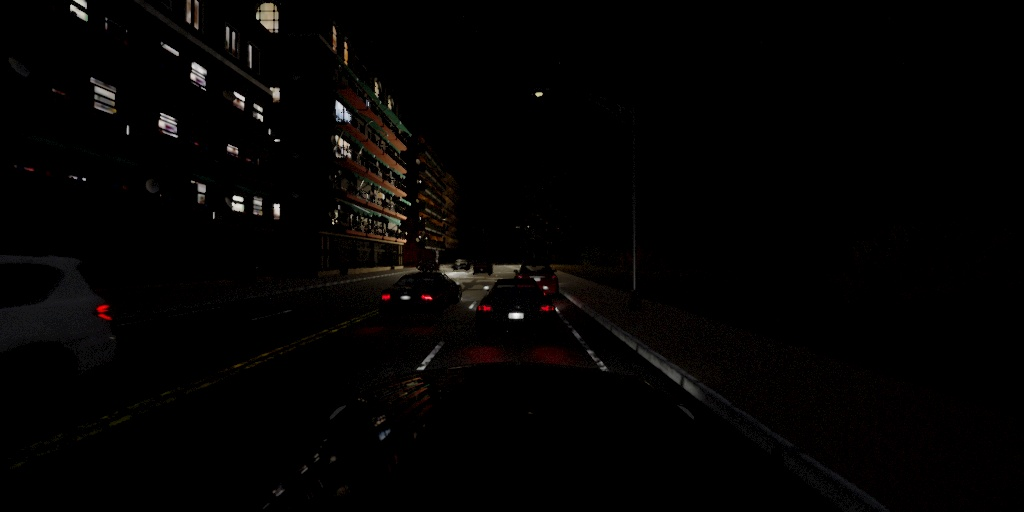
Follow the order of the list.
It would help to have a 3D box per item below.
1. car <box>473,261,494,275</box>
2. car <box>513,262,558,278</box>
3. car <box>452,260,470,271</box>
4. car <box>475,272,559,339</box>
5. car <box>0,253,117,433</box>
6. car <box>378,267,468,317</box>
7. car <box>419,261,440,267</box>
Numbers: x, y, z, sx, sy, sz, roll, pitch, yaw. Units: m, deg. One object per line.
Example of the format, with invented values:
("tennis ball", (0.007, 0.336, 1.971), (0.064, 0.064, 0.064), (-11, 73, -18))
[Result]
("car", (-3.087, 1.231, 39.023), (1.882, 1.535, 5.008), (0, 0, 0))
("car", (1.166, 1.104, 18.655), (2.097, 1.767, 4.553), (0, 0, 0))
("car", (-6.523, 1.244, 46.294), (2.128, 1.511, 4.902), (0, 0, 0))
("car", (0.110, 1.316, 10.076), (1.994, 1.385, 4.181), (0, 0, 1))
("car", (-6.599, 0.972, 2.621), (2.150, 2.045, 5.566), (0, 0, 0))
("car", (-3.133, 1.299, 13.215), (2.033, 1.411, 5.357), (0, 0, 1))
("car", (-9.781, 1.279, 42.488), (1.812, 1.442, 4.674), (0, 0, 0))
